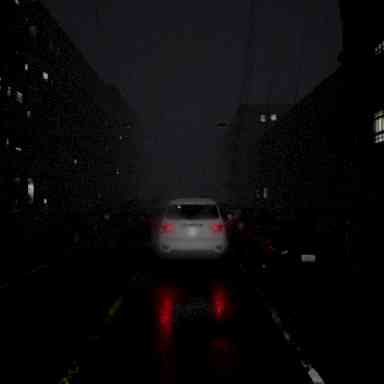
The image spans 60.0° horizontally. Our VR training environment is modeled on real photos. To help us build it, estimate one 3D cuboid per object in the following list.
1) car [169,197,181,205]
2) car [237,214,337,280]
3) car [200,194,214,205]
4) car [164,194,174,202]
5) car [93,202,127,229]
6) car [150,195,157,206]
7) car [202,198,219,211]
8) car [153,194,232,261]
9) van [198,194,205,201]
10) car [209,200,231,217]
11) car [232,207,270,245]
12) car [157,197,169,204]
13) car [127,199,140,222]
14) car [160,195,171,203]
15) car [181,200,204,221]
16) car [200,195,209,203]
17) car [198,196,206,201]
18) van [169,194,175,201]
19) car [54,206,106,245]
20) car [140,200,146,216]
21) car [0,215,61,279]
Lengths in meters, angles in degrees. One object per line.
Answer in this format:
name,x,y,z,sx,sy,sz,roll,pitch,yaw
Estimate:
car,-3.046,1.668,59.703,1.895,1.301,4.718,0,0,1
car,2.695,1.568,9.776,1.947,1.339,4.313,0,0,0
car,2.689,1.385,60.988,2.192,1.841,5.009,0,0,0
car,-5.694,1.445,83.749,2.192,1.841,5.009,0,0,0
car,-5.686,1.450,21.160,1.967,1.590,4.097,0,0,0
car,-5.690,1.372,55.298,2.192,1.841,5.009,0,0,0
car,2.350,1.538,42.937,1.837,1.490,4.892,0,0,0
car,0.032,1.227,12.442,2.150,2.045,5.566,0,0,0
van,2.684,1.509,95.126,1.690,1.788,3.998,0,0,0
car,2.693,1.546,32.706,1.752,1.417,4.829,0,0,0
car,2.696,1.445,15.467,1.967,1.590,4.097,0,0,0
car,-5.693,1.635,66.678,2.008,1.369,4.403,0,0,0
car,-5.687,1.559,26.849,1.887,1.381,4.507,0,0,0
car,-5.693,1.538,72.369,1.967,1.590,4.097,0,0,0
car,0.040,1.522,28.493,1.837,1.490,4.892,0,0,0
car,2.687,1.538,72.367,1.967,1.590,4.097,0,0,0
car,2.683,1.730,89.438,1.802,1.307,4.206,0,0,0
van,-5.696,1.509,95.127,1.690,1.788,3.998,0,0,0
car,-5.686,1.550,15.470,1.887,1.381,4.507,0,0,0
car,-5.687,1.460,32.538,1.967,1.590,4.097,0,0,0
car,-5.685,1.584,9.779,1.802,1.307,4.206,0,0,0
